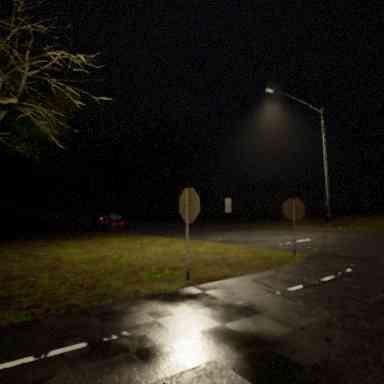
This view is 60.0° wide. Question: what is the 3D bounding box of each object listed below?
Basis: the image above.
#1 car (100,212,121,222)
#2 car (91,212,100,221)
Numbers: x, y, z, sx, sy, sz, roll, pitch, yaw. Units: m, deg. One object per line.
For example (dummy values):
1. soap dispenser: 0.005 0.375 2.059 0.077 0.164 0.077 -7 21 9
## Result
1. car: -13.297 4.250 55.441 1.812 1.442 4.674 -2 -2 -34
2. car: -17.018 4.496 60.799 1.837 1.490 4.892 -1 -1 -35
